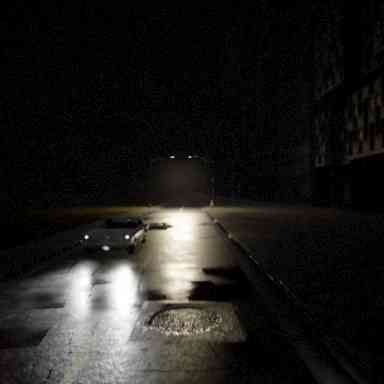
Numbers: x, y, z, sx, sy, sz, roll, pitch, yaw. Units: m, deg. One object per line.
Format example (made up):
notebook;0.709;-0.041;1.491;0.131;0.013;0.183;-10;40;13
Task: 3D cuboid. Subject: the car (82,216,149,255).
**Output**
car;-3.022;1.697;13.940;1.895;1.301;4.718;0;0;0
